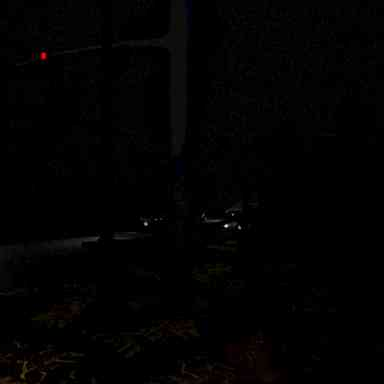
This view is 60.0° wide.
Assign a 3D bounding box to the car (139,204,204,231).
[{"bbox_3d":[-1.123,1.492,20.275,2.128,1.511,4.902,0,0,35],"label":"car"}]

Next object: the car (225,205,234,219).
[{"bbox_3d":[4.570,1.526,28.332,1.812,1.442,4.674,0,0,35],"label":"car"}]
